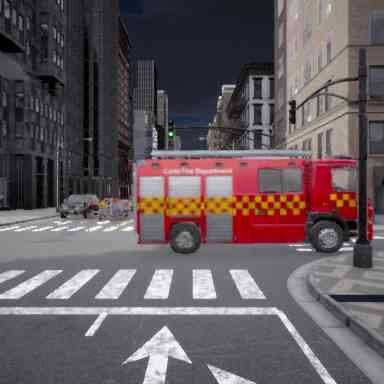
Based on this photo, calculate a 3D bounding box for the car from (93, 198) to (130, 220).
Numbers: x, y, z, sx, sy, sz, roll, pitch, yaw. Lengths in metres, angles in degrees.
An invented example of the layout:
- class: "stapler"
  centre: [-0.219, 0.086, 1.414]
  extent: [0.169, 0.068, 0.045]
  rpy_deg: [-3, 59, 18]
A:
- class: "car"
  centre: [-6.534, 1.509, 28.046]
  extent: [1.837, 1.490, 4.892]
  rpy_deg: [0, 0, -1]

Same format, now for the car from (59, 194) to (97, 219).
- class: "car"
  centre: [-9.818, 1.227, 29.498]
  extent: [2.150, 2.045, 5.566]
  rpy_deg: [0, 0, -2]

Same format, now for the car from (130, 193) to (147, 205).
- class: "car"
  centre: [-9.693, 1.275, 60.343]
  extent: [2.150, 2.045, 5.566]
  rpy_deg: [0, 0, 1]

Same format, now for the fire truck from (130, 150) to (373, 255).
- class: "fire truck"
  centre: [2.168, 0.277, 12.965]
  extent: [8.468, 3.827, 2.891]
  rpy_deg: [0, 0, 0]

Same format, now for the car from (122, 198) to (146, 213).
- class: "car"
  centre: [-6.539, 1.495, 37.870]
  extent: [1.882, 1.535, 5.008]
  rpy_deg: [0, 0, 0]

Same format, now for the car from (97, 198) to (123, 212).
- class: "car"
  centre: [-9.784, 1.498, 40.116]
  extent: [1.882, 1.535, 5.008]
  rpy_deg: [0, 0, 0]
